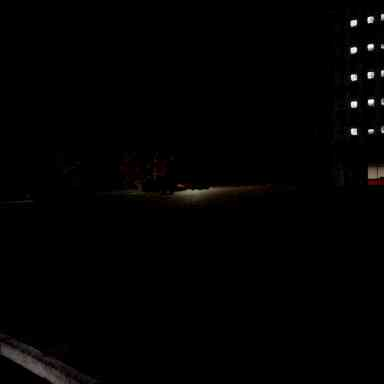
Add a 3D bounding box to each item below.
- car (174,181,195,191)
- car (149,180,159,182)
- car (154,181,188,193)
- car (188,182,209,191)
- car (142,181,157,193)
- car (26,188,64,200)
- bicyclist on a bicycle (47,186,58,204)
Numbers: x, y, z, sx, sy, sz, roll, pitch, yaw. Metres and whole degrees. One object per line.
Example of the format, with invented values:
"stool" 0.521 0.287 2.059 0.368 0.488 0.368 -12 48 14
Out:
"car" -1.379 -1.201 63.769 2.097 1.767 4.553 0 2 29
"car" -6.799 -1.100 60.757 2.150 2.045 5.566 0 2 30
"car" -3.281 -0.592 53.757 2.033 1.411 5.357 0 2 30
"car" 1.498 -0.965 62.255 1.895 1.301 4.718 0 2 29
"car" -6.059 -0.584 55.445 2.033 1.411 5.357 0 2 30
"car" -18.360 0.219 41.681 1.812 1.442 4.674 0 3 32
"bicyclist on a bicycle" -12.699 0.252 30.290 1.656 1.620 0.582 -1 2 33
